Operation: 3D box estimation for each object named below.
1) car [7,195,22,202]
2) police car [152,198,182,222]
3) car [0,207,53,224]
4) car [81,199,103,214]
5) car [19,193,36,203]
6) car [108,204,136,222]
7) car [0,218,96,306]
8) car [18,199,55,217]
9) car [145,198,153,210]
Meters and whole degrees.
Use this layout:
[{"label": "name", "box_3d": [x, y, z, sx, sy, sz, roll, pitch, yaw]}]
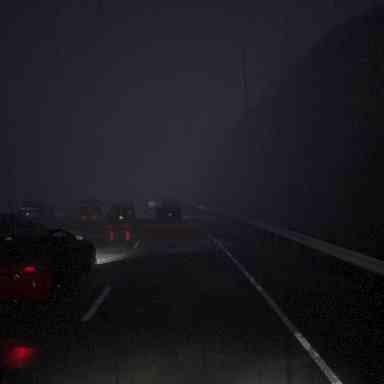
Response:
[{"label": "car", "box_3d": [-39.455, 1.414, 73.998, 1.837, 1.490, 4.892, 0, 0, -17]}, {"label": "police car", "box_3d": [-1.893, 1.382, 26.021, 1.930, 1.638, 5.238, 0, 0, -7]}, {"label": "car", "box_3d": [-7.483, 1.533, 12.959, 2.033, 1.411, 5.357, 0, 0, -4]}, {"label": "car", "box_3d": [-10.547, 1.442, 35.298, 2.128, 1.511, 4.902, 0, 0, -11]}, {"label": "car", "box_3d": [-34.702, 1.141, 70.299, 2.150, 2.045, 5.566, 0, 0, -17]}, {"label": "car", "box_3d": [-5.421, 1.562, 26.147, 1.895, 1.301, 4.718, 0, 0, -8]}, {"label": "car", "box_3d": [-3.722, 1.554, 8.039, 1.994, 1.385, 4.181, 0, 0, -3]}, {"label": "car", "box_3d": [-12.700, 1.458, 27.349, 2.128, 1.511, 4.902, 0, 0, -9]}, {"label": "car", "box_3d": [-4.846, 1.459, 42.139, 1.812, 1.442, 4.674, 0, 0, -12]}]
